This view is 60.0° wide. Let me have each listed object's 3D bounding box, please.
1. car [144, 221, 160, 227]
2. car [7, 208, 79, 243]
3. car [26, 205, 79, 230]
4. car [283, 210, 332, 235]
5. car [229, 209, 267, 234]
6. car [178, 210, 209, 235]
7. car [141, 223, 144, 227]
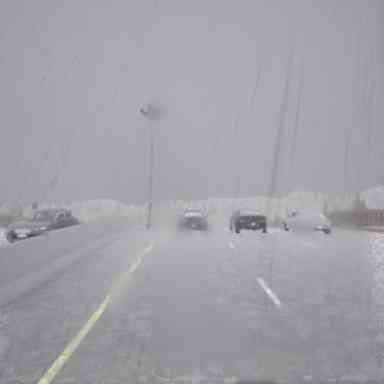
[{"bbox_3d":[-7.037,6.137,61.005,2.097,1.767,4.553,0,-7,0],"label":"car"},{"bbox_3d":[-7.101,1.630,16.333,2.128,1.511,4.902,0,-2,0],"label":"car"},{"bbox_3d":[-10.597,1.978,25.710,2.097,1.767,4.553,0,-4,0],"label":"car"},{"bbox_3d":[7.097,1.855,20.760,1.812,1.442,4.674,0,-3,0],"label":"car"},{"bbox_3d":[3.597,1.873,22.006,1.882,1.535,5.008,0,-3,0],"label":"car"},{"bbox_3d":[0.098,1.870,21.081,1.812,1.442,4.674,0,-3,0],"label":"car"},{"bbox_3d":[-10.513,7.034,68.116,2.097,1.767,4.553,0,-7,0],"label":"car"}]
